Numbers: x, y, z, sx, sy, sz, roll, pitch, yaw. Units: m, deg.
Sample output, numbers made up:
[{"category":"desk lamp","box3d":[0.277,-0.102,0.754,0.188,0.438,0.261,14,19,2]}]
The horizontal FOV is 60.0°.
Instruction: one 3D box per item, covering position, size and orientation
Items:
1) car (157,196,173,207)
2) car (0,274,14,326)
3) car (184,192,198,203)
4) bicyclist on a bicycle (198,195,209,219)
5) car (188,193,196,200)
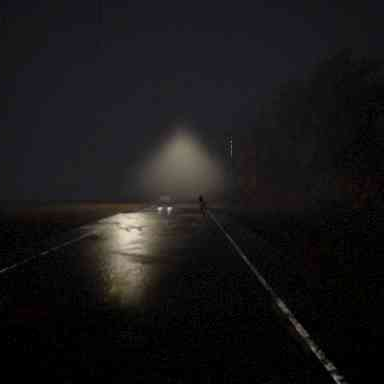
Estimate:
[{"category":"car","box3d":[-3.600,1.268,45.004,2.033,1.411,5.357,0,0,0]},{"category":"car","box3d":[-3.601,1.530,2.656,2.033,1.411,5.357,0,0,0]},{"category":"car","box3d":[0.073,1.213,56.614,1.994,1.385,4.181,0,0,0]},{"category":"bicyclist on a bicycle","box3d":[0.982,1.271,26.555,0.866,1.612,1.509,0,0,0]},{"category":"car","box3d":[-0.023,1.065,74.058,1.812,1.442,4.674,0,0,0]}]
